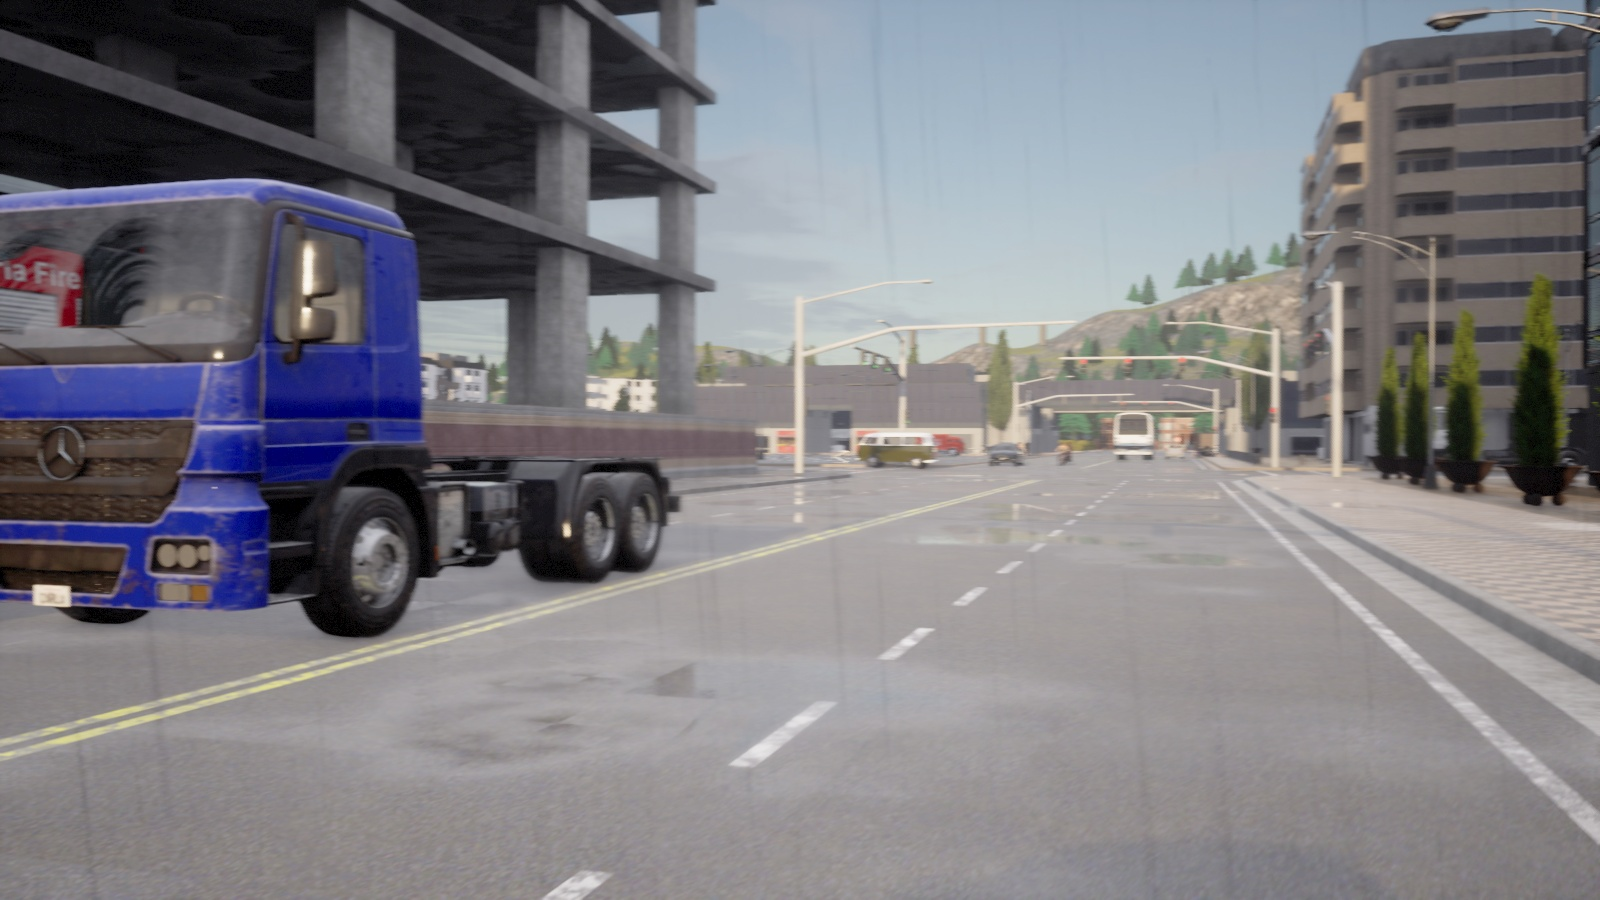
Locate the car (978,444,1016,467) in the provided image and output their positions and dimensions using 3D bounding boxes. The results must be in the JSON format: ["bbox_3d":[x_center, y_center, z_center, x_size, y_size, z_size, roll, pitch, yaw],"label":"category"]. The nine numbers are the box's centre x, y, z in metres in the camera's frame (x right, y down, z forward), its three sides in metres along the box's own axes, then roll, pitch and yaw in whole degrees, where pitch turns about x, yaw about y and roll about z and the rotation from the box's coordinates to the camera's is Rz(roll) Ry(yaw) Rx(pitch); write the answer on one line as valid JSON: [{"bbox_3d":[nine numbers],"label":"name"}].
[{"bbox_3d":[12.953,0.325,82.435,1.837,1.490,4.892,0,0,16],"label":"car"}]

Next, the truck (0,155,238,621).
[{"bbox_3d":[-8.377,-0.510,9.310,2.891,3.827,8.468,0,0,16],"label":"truck"}]

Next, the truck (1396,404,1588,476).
[{"bbox_3d":[34.381,-0.507,62.748,7.936,3.462,2.891,0,0,16],"label":"truck"}]

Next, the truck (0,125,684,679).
[{"bbox_3d":[-3.935,-0.323,12.058,2.891,3.462,7.936,0,0,16],"label":"truck"}]

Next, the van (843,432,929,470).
[{"bbox_3d":[4.855,0.030,70.932,4.480,2.038,2.069,1,1,16],"label":"van"}]
